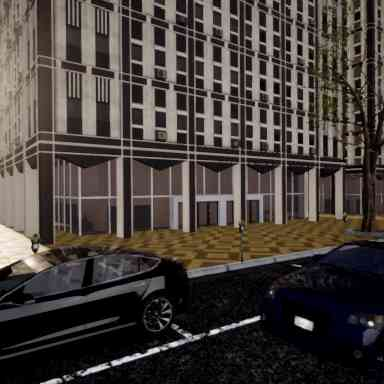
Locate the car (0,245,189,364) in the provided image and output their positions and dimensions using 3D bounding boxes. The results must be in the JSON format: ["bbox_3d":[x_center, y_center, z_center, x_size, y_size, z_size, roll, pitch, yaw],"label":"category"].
[{"bbox_3d":[-2.040,1.566,5.111,4.313,1.339,1.947,0,-1,-35],"label":"car"}]

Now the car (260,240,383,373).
[{"bbox_3d":[3.110,1.565,5.584,4.181,1.385,1.994,0,0,-35],"label":"car"}]
